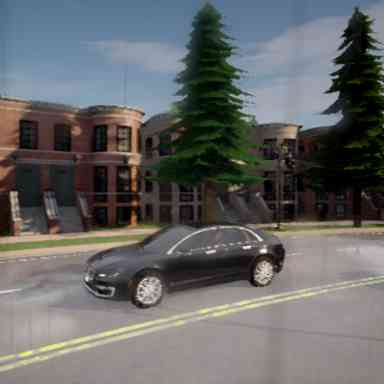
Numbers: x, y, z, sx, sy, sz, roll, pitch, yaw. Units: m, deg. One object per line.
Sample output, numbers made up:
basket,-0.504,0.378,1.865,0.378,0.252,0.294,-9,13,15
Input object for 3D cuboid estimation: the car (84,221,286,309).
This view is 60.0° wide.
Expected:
car,0.022,1.480,7.833,4.892,1.490,1.837,0,0,-30
